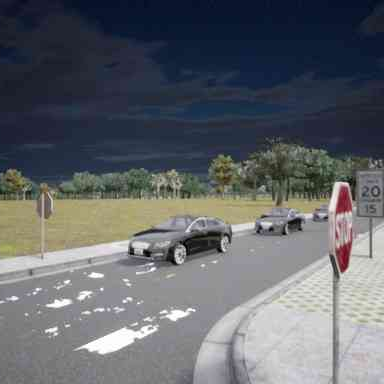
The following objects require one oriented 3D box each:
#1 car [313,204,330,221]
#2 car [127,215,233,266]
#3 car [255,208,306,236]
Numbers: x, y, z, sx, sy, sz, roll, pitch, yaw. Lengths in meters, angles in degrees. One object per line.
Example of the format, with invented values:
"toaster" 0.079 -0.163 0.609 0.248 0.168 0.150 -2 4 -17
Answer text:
"car" 12.430 1.871 30.260 2.128 1.511 4.902 0 -1 35
"car" -0.251 1.626 12.366 2.128 1.511 4.902 0 -1 35
"car" 5.525 1.741 20.521 2.128 1.511 4.902 0 -1 35
